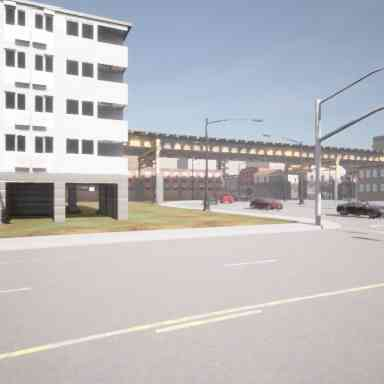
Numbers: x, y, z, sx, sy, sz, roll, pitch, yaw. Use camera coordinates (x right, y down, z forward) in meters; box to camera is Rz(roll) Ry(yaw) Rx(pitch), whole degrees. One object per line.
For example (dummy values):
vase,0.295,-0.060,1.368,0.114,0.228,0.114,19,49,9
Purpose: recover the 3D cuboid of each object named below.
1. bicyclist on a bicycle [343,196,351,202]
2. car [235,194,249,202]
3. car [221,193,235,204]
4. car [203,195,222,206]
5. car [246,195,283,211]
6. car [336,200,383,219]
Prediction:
bicyclist on a bicycle,20.236,1.303,43.344,1.656,1.620,0.582,0,0,-25
car,11.346,1.525,75.425,2.128,1.511,4.902,0,0,41
car,6.751,1.221,65.725,2.150,2.045,5.566,0,0,11
car,3.145,1.507,56.115,1.837,1.490,4.892,0,-1,-8
car,9.169,1.478,41.144,1.882,1.535,5.008,0,0,-25
car,14.960,1.491,28.897,2.128,1.511,4.902,0,0,-26
